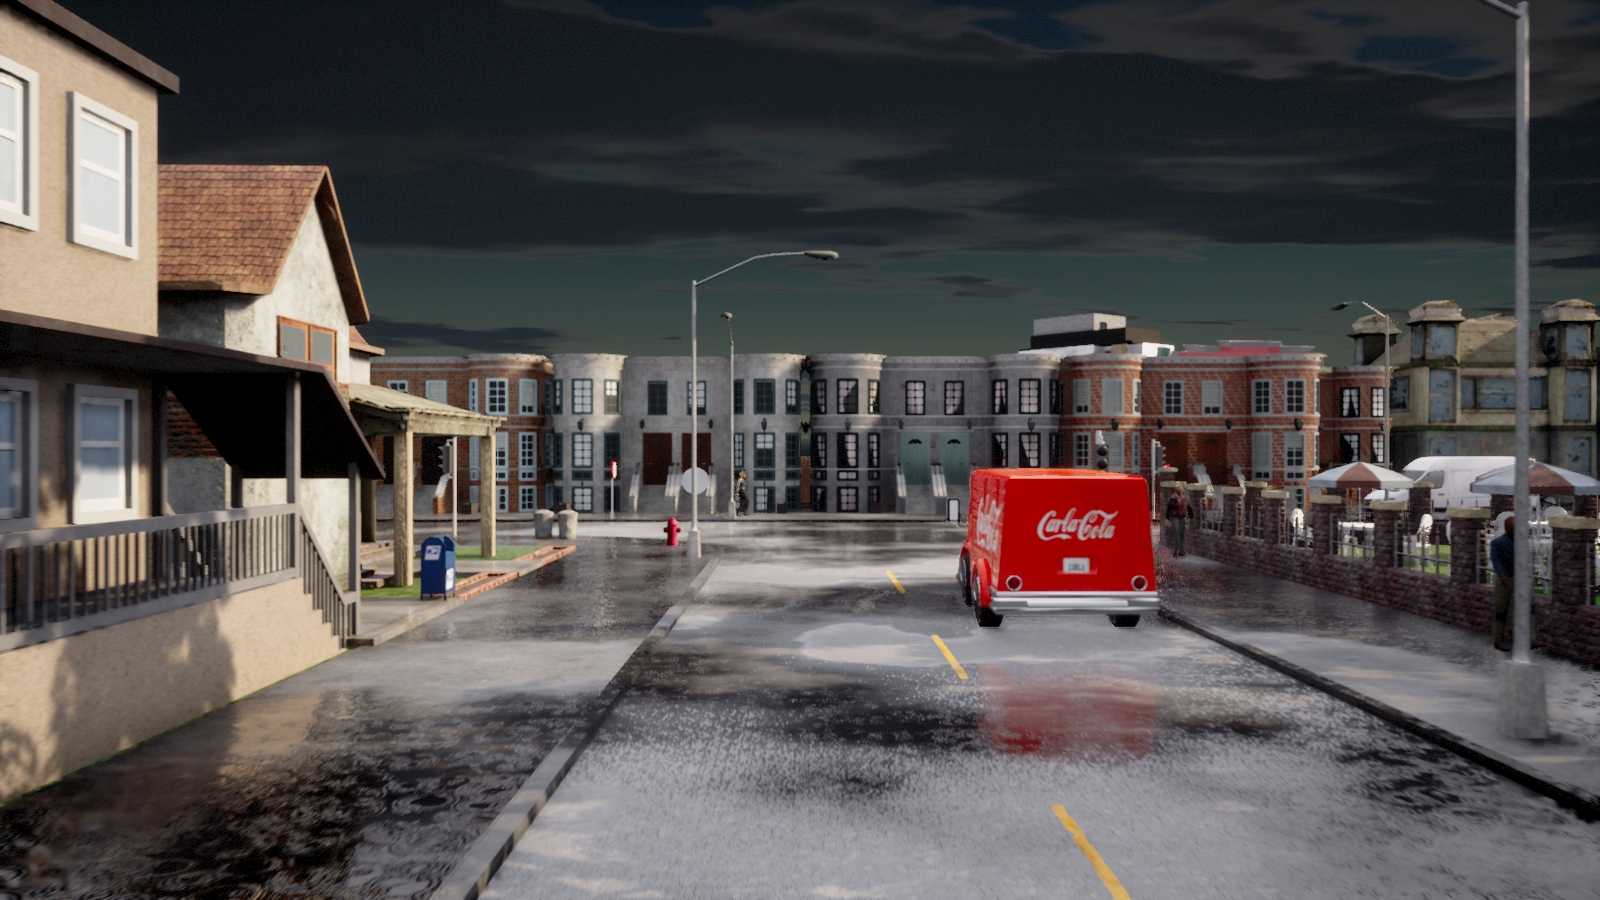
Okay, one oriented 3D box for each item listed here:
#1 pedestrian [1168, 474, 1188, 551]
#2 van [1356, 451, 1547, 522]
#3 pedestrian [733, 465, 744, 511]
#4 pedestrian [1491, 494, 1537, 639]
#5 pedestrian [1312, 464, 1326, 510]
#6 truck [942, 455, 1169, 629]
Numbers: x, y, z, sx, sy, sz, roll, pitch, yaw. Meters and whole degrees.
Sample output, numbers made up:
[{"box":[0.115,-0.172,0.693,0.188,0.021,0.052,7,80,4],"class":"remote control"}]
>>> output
[{"box":[9.199,1.509,27.810,0.375,1.860,0.375,0,0,2],"class":"pedestrian"},{"box":[23.891,1.305,42.053,5.915,2.561,1.988,0,0,0],"class":"van"},{"box":[-2.464,1.514,45.632,0.375,1.860,0.375,0,0,7],"class":"pedestrian"},{"box":[9.373,1.521,15.000,0.375,1.860,0.375,0,0,0],"class":"pedestrian"},{"box":[21.343,1.515,46.985,0.375,1.860,0.375,0,0,-2],"class":"pedestrian"},{"box":[4.019,1.346,19.149,2.627,2.467,5.204,0,0,0],"class":"truck"}]
